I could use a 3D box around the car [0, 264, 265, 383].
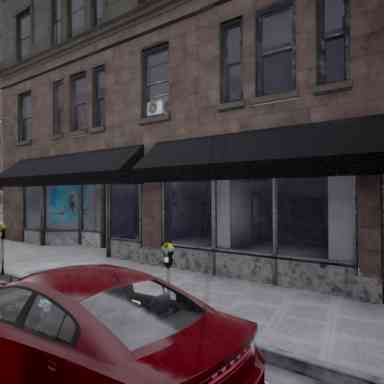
[{"bbox_3d":[-1.416,1.545,3.876,4.507,1.381,1.887,0,0,36],"label":"car"}]
